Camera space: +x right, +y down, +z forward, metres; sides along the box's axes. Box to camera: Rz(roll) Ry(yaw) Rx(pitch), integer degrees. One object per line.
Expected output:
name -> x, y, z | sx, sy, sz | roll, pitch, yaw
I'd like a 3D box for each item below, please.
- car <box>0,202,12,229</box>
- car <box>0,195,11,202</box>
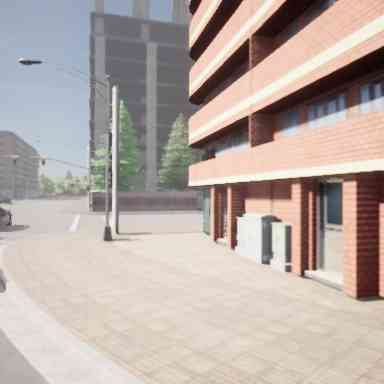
car -> -13.290, 1.626, 21.954 | 1.837, 1.490, 4.892 | 0, 0, -17
car -> -37.787, 1.524, 66.427 | 2.150, 2.045, 5.566 | 0, 0, -17
